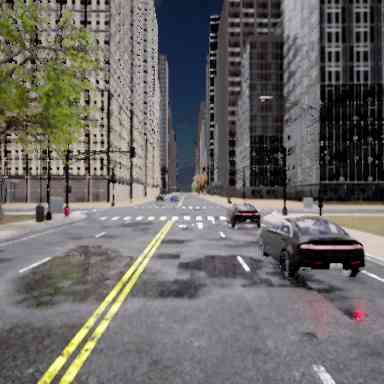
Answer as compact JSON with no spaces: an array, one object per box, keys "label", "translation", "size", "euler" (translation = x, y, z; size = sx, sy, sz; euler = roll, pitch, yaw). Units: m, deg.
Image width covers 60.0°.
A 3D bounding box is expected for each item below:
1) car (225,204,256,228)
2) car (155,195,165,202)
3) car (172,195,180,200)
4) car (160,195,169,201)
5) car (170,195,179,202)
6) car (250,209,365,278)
[{"label":"car","translation":[3.344,1.519,22.233],"size":[2.128,1.511,4.902],"euler":[0,0,0]},{"label":"car","translation":[-7.388,1.551,76.650],"size":[1.837,1.490,4.892],"euler":[0,0,-1]},{"label":"car","translation":[-4.409,1.623,92.315],"size":[1.895,1.301,4.718],"euler":[0,0,-1]},{"label":"car","translation":[-7.659,1.553,92.289],"size":[2.128,1.511,4.902],"euler":[0,0,-1]},{"label":"car","translation":[-4.138,1.529,76.706],"size":[1.882,1.535,5.008],"euler":[0,0,-1]},{"label":"car","translation":[3.347,1.506,10.144],"size":[2.128,1.511,4.902],"euler":[0,0,0]}]
